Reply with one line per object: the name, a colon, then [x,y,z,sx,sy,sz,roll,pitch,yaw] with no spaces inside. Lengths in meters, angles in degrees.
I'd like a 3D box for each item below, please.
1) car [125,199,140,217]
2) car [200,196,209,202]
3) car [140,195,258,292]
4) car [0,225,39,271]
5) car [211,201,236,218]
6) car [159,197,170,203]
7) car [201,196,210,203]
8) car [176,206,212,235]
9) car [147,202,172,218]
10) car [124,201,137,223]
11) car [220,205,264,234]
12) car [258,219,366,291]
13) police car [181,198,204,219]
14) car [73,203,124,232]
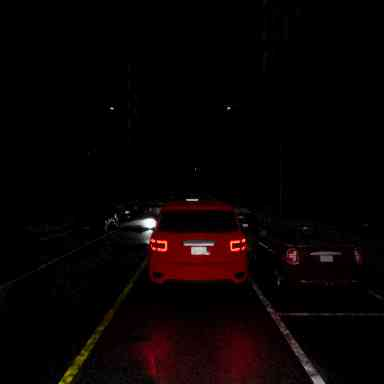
car: [-5.657,1.444,31.008,1.967,1.590,4.097,0,0,0]
car: [2.946,1.616,78.911,2.008,1.369,4.403,0,0,0]
car: [0.108,1.221,9.082,2.150,2.045,5.566,0,0,-1]
car: [-5.667,1.582,9.002,1.802,1.307,4.206,0,0,0]
car: [2.869,1.569,31.003,1.947,1.339,4.313,0,0,0]
car: [-5.604,1.626,68.111,1.802,1.307,4.206,0,0,0]
car: [2.933,1.580,73.673,1.752,1.417,4.829,0,0,0]
car: [0.108,1.602,19.852,1.895,1.301,4.718,0,0,0]
car: [-2.986,1.635,31.750,1.895,1.301,4.718,0,0,0]
car: [-5.660,1.584,25.506,1.802,1.307,4.206,0,0,0]
car: [2.863,1.552,20.001,2.008,1.369,4.403,0,0,0]
car: [2.858,1.440,8.998,1.967,1.590,4.097,0,0,0]
police car: [0.014,1.428,30.116,1.930,1.638,5.238,0,0,0]
car: [-5.662,1.567,20.005,1.947,1.339,4.313,0,0,0]
